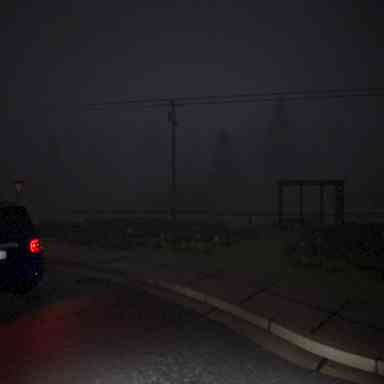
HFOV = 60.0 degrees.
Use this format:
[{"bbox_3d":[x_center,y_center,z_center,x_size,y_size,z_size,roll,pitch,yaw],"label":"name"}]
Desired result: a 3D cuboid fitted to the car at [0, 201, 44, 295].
[{"bbox_3d":[-5.561,1.217,7.510,5.566,2.045,2.150,0,0,37],"label":"car"}]
